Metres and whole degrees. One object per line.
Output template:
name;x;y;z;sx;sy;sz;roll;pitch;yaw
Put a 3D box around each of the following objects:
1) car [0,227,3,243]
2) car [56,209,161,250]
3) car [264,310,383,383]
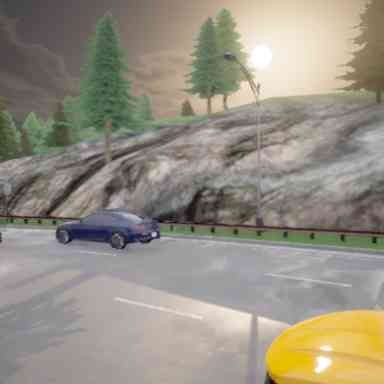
car;-9.207;1.473;12.466;4.674;1.442;1.812;0;0;23
car;-3.490;1.445;13.719;4.674;1.442;1.812;0;0;27
car;2.844;1.454;1.800;5.008;1.535;1.882;0;0;37
